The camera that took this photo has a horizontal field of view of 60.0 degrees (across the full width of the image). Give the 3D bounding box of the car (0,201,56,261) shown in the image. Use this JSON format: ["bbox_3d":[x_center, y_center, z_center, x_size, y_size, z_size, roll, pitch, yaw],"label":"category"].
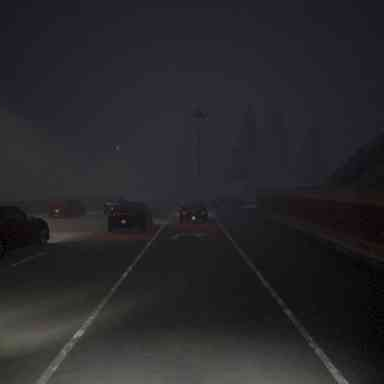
[{"bbox_3d":[-6.898,1.239,11.772,2.097,1.767,4.553,0,1,0],"label":"car"}]

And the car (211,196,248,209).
[{"bbox_3d":[4.313,1.135,38.689,4.674,1.442,1.812,-1,0,-28],"label":"car"}]

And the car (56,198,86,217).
[{"bbox_3d":[-10.395,1.259,27.901,1.812,1.442,4.674,0,1,0],"label":"car"}]

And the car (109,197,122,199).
[{"bbox_3d":[-6.895,1.194,31.233,2.128,1.511,4.902,0,1,0],"label":"car"}]

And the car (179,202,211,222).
[{"bbox_3d":[0.104,1.374,23.760,1.895,1.301,4.718,0,1,0],"label":"car"}]

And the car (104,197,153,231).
[{"bbox_3d":[-3.397,1.296,18.994,1.882,1.535,5.008,0,1,0],"label":"car"}]
